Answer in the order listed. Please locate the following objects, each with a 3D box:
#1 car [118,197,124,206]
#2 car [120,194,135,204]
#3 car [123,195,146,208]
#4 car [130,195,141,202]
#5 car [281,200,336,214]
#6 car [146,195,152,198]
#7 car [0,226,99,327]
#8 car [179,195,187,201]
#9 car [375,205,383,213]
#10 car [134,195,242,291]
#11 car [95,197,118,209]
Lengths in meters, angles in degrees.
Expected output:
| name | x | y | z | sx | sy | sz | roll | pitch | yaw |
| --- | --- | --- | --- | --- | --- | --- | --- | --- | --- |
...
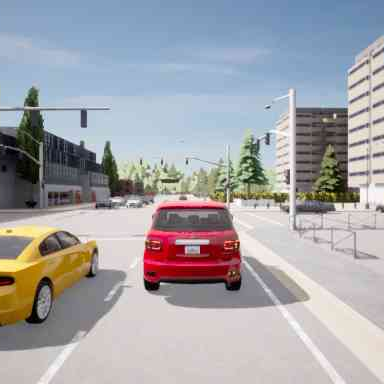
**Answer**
| name | x | y | z | sx | sy | sz | roll | pitch | yaw |
| --- | --- | --- | --- | --- | --- | --- | --- | --- | --- |
| car | -12.021 | 1.525 | 53.752 | 1.812 | 1.442 | 4.674 | 0 | 0 | -1 |
| car | -12.253 | 1.351 | 63.667 | 2.097 | 1.767 | 4.553 | 0 | 0 | -1 |
| car | -8.372 | 1.525 | 48.605 | 1.812 | 1.442 | 4.674 | 0 | 0 | -1 |
| car | -12.491 | 1.499 | 73.890 | 1.837 | 1.490 | 4.892 | 0 | 0 | -2 |
| car | 12.075 | 1.547 | 34.627 | 5.357 | 1.411 | 2.033 | 0 | 0 | -2 |
| car | -8.638 | 1.504 | 58.703 | 1.837 | 1.490 | 4.892 | 0 | 0 | -1 |
| car | -3.480 | 1.478 | 7.167 | 1.882 | 1.535 | 5.008 | 0 | 0 | 0 |
| car | -2.242 | 1.523 | 83.088 | 1.812 | 1.442 | 4.674 | 0 | 0 | -2 |
| car | 22.311 | 1.547 | 34.938 | 5.357 | 1.411 | 2.033 | 0 | 0 | -2 |
| car | 0.014 | 1.221 | 9.156 | 2.150 | 2.045 | 5.566 | 0 | 0 | 0 |
| car | -11.783 | 1.564 | 45.300 | 1.994 | 1.385 | 4.181 | 0 | 0 | -2 |
